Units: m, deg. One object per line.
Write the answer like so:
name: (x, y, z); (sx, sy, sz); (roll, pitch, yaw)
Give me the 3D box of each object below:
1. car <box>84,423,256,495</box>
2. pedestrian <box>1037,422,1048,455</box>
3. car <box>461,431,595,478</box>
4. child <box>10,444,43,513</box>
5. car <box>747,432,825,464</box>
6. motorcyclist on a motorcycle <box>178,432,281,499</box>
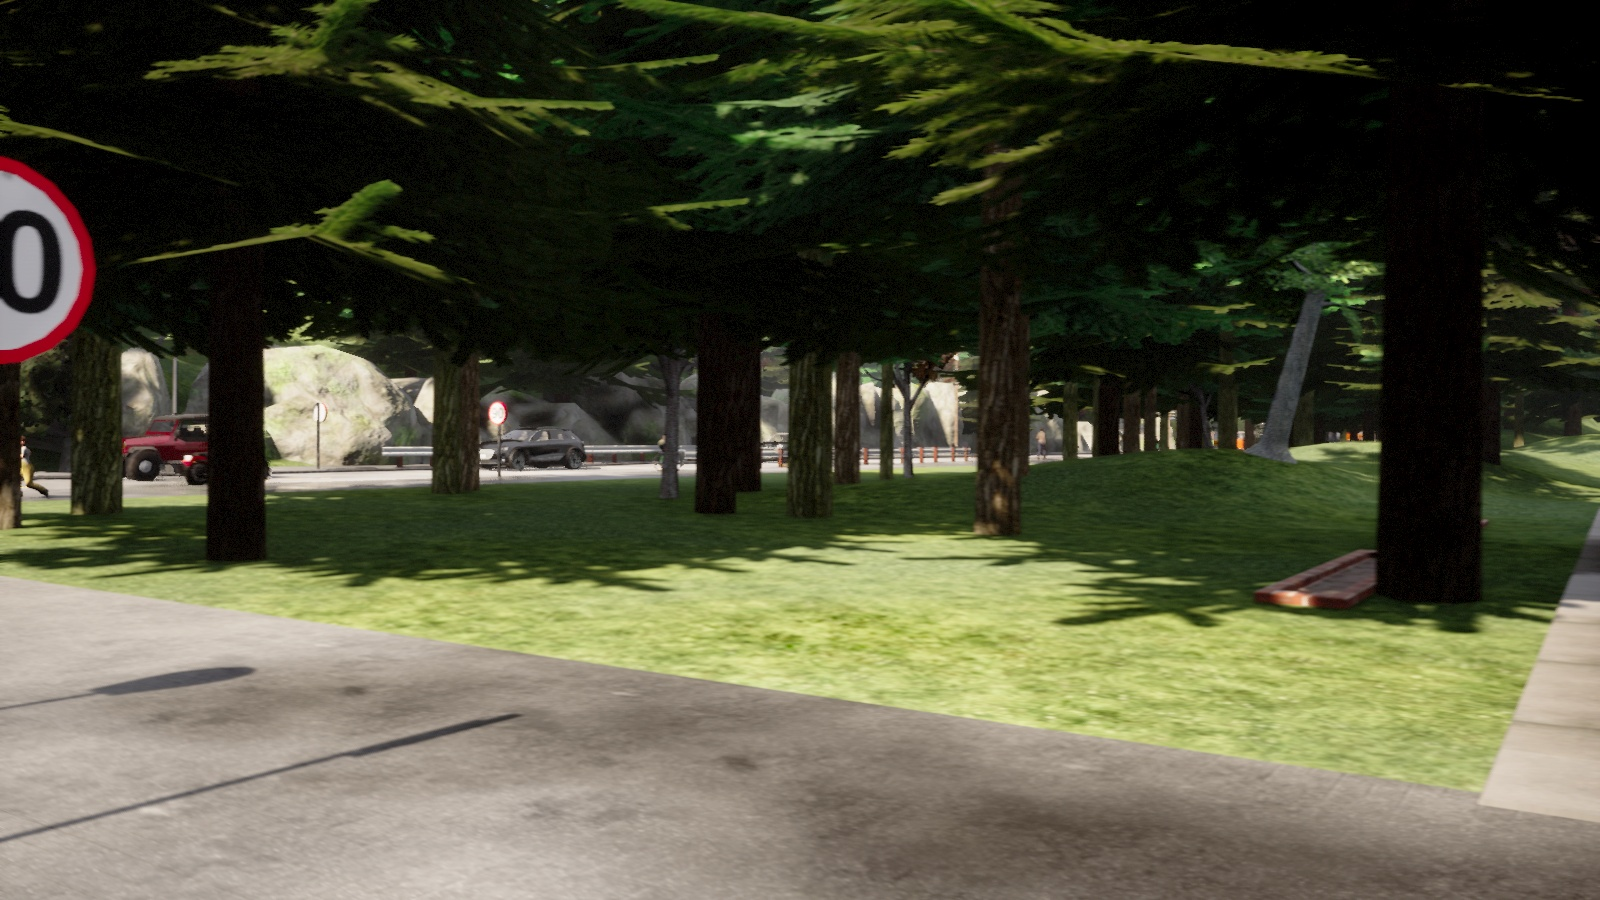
car: (-17.624, 0.206, 35.273); (1.905, 1.878, 3.866); (0, 1, 33)
pedestrian: (13.235, -0.615, 68.506); (0.328, 1.805, 0.869); (0, 1, 31)
car: (-10.057, 0.114, 46.809); (2.033, 1.649, 4.856); (0, 1, 33)
child: (-14.501, 0.531, 23.532); (0.270, 1.263, 0.437); (0, 1, 32)
car: (-0.640, -0.132, 61.160); (1.970, 1.475, 3.806); (0, 1, 33)
motorcyclist on a motorcycle: (-14.703, 0.372, 32.432); (0.766, 1.649, 2.350); (0, 1, 33)
